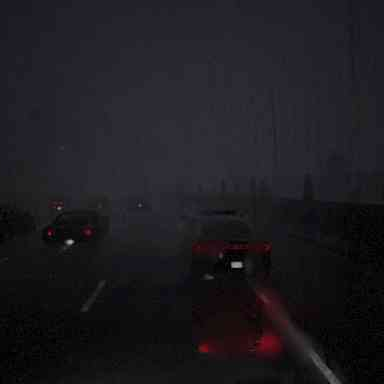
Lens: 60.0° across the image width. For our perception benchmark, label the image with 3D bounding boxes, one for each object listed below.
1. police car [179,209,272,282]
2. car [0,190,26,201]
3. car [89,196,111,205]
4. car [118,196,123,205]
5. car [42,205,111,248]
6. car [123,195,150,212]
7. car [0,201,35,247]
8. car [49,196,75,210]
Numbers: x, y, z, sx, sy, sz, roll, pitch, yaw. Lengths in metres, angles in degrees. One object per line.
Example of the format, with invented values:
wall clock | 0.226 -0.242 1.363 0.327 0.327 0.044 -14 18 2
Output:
police car | 0.695 1.315 9.639 1.930 1.638 5.238 0 1 -6
car | -23.329 0.800 43.640 2.150 2.045 5.566 0 1 -16
car | -8.867 1.139 32.031 1.882 1.535 5.008 0 0 -16
car | -9.246 1.114 46.060 1.895 1.301 4.718 0 1 -16
car | -4.678 1.449 14.047 1.895 1.301 4.718 0 1 -8
car | -5.407 1.207 32.865 1.994 1.385 4.181 0 1 -17
car | -8.245 1.345 14.093 2.128 1.511 4.902 0 1 -8
car | -12.474 1.177 31.937 1.837 1.490 4.892 0 0 -16
